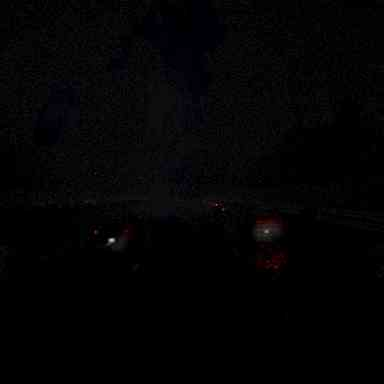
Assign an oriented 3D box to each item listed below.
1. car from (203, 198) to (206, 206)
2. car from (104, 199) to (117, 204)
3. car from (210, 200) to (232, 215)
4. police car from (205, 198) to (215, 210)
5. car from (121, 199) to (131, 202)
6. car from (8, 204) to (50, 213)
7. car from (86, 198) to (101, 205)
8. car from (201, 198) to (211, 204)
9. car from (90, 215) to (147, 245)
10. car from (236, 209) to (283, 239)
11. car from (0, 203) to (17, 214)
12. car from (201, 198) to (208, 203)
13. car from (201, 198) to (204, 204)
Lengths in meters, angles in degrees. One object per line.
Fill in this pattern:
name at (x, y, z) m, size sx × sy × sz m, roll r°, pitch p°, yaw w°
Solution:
car at (3.513, 2.077, 61.136) m, size 1.837 × 1.490 × 4.892 m, roll 0°, pitch -1°, yaw 0°
car at (-17.486, 2.191, 71.722) m, size 1.994 × 1.385 × 4.181 m, roll 0°, pitch -1°, yaw 0°
car at (3.508, 1.930, 39.124) m, size 1.994 × 1.385 × 4.181 m, roll 0°, pitch -1°, yaw 0°
police car at (3.511, 1.974, 50.130) m, size 2.038 × 1.542 × 4.974 m, roll 0°, pitch -1°, yaw 0°
car at (-13.986, 2.238, 70.857) m, size 1.895 × 1.301 × 4.718 m, roll 0°, pitch -1°, yaw 0°
car at (-14.091, 1.883, 29.927) m, size 1.895 × 1.301 × 4.718 m, roll 0°, pitch -1°, yaw 0°
car at (-20.986, 2.000, 70.921) m, size 2.097 × 1.767 × 4.553 m, roll 0°, pitch -1°, yaw 0°
car at (3.517, 2.292, 83.177) m, size 2.163 × 1.488 × 4.792 m, roll 0°, pitch -1°, yaw 0°
car at (-3.396, 1.756, 16.301) m, size 1.895 × 1.301 × 4.718 m, roll 0°, pitch -1°, yaw 0°
car at (3.604, 1.679, 18.335) m, size 1.837 × 1.490 × 4.892 m, roll 0°, pitch 0°, yaw 0°
car at (-17.588, 1.787, 31.298) m, size 2.128 × 1.511 × 4.902 m, roll 0°, pitch -1°, yaw 0°
car at (3.520, 2.367, 94.344) m, size 1.801 × 1.575 × 5.366 m, roll 0°, pitch -1°, yaw 0°
car at (3.515, 2.278, 72.170) m, size 1.895 × 1.301 × 4.718 m, roll 0°, pitch -1°, yaw 0°
